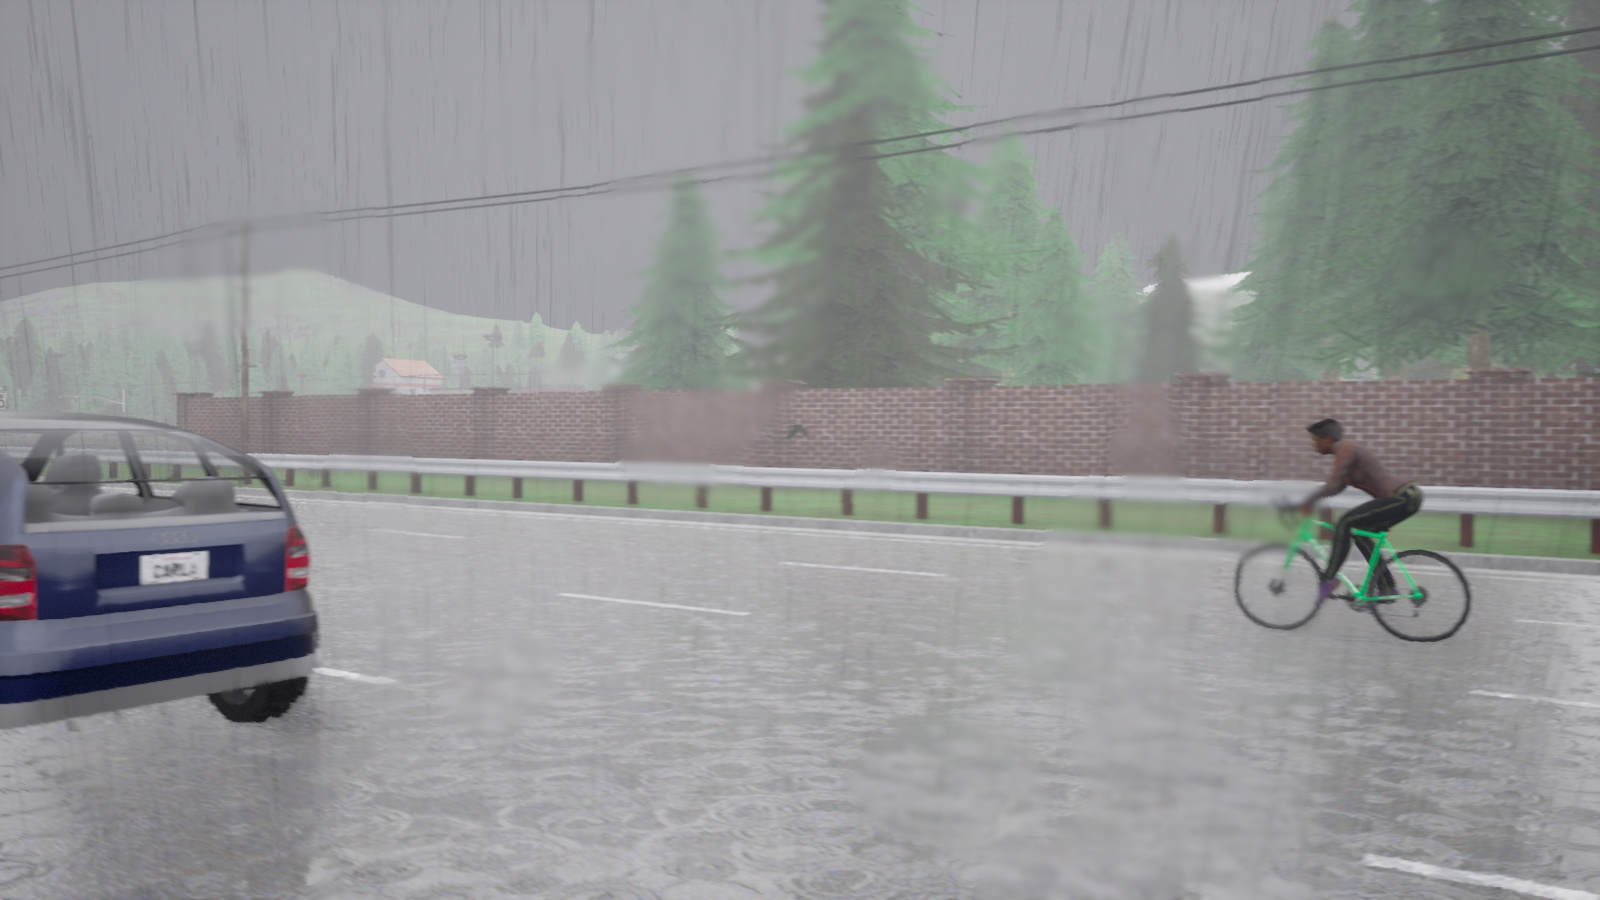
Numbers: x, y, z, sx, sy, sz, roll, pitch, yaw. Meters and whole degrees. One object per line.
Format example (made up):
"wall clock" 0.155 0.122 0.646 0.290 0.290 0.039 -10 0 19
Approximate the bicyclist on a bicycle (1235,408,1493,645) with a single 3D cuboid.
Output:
"bicyclist on a bicycle" 4.144 0.520 9.272 1.656 1.620 0.582 0 1 34

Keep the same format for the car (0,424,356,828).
"car" -4.224 0.661 6.429 3.705 1.549 1.789 0 1 34
